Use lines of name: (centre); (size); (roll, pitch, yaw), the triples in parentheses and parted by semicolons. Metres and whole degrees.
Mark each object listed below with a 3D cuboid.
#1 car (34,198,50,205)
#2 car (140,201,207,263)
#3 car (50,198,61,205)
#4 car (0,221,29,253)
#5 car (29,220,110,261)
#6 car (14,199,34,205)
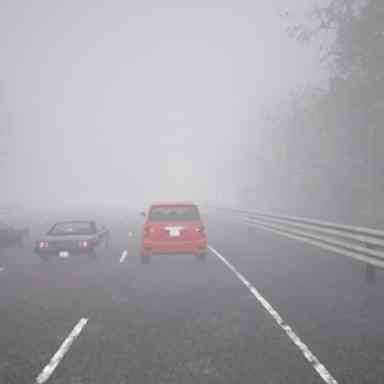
car: (-35.421, 2.241, 76.774); (4.892, 1.490, 1.837); (-1, -1, 43)
car: (-0.785, 1.335, 12.653); (2.150, 2.045, 5.566); (0, 0, -6)
car: (-32.939, 2.274, 79.242); (4.674, 1.442, 1.812); (-1, -1, 43)
car: (-7.828, 1.735, 12.544); (1.895, 1.301, 4.718); (0, 0, -7)
car: (-4.336, 1.726, 12.852); (1.895, 1.301, 4.718); (0, 0, -7)
car: (-37.902, 2.272, 74.306); (5.357, 1.411, 2.033); (-1, -1, 43)
